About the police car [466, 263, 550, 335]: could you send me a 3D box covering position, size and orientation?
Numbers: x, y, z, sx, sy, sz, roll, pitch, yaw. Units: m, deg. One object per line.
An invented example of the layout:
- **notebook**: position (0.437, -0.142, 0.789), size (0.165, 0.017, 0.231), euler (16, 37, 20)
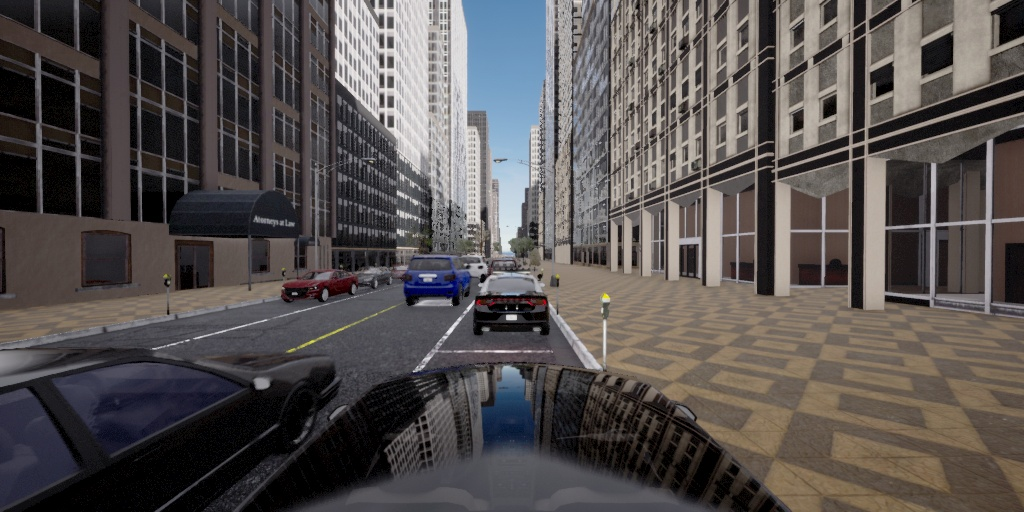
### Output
- **police car**: position (-0.012, 1.173, 10.612), size (1.930, 1.638, 5.238), euler (0, 0, 0)

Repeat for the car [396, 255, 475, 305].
- **car**: position (-3.152, 0.971, 16.120), size (2.150, 2.045, 5.566), euler (0, 0, 0)

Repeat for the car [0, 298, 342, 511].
- **car**: position (-3.056, 1.297, 2.035), size (2.033, 1.411, 5.357), euler (0, 0, 0)

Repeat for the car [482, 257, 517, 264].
- **car**: position (-0.457, 1.061, 22.523), size (2.192, 1.841, 5.009), euler (0, 0, 0)

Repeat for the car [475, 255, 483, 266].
- **car**: position (-3.057, 0.968, 28.497), size (2.150, 2.045, 5.566), euler (0, 0, 0)

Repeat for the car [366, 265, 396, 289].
- **car**: position (-8.838, 1.297, 22.523), size (2.007, 1.370, 4.403), euler (0, 0, 0)

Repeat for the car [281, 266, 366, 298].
- **car**: position (-8.837, 1.292, 16.839), size (1.888, 1.381, 4.507), euler (0, 0, 0)
